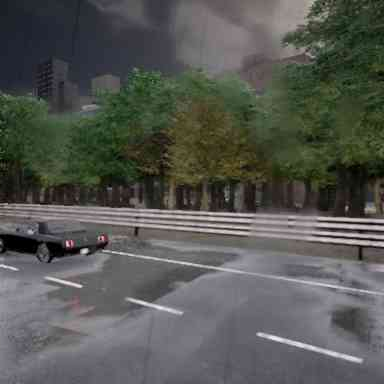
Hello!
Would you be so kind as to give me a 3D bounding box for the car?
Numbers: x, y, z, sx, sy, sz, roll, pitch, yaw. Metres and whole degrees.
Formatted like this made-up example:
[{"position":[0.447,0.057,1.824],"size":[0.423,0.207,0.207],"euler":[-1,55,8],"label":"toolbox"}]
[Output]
[{"position":[-5.233,1.603,11.911],"size":[4.718,1.301,1.895],"euler":[0,0,36],"label":"car"}]
